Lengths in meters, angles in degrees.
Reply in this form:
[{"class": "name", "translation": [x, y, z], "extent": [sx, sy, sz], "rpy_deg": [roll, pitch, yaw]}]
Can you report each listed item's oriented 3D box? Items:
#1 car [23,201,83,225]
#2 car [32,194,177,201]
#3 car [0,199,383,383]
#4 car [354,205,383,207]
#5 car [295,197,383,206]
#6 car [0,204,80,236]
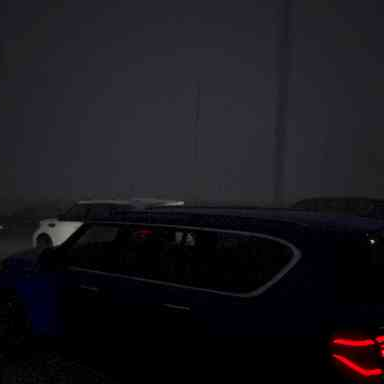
[{"class": "car", "translation": [-10.109, 1.464, 24.096], "extent": [4.674, 1.442, 1.812], "rpy_deg": [0, 0, 35]}, {"class": "car", "translation": [-2.516, 1.200, 10.085], "extent": [5.566, 2.045, 2.150], "rpy_deg": [0, 0, 35]}, {"class": "car", "translation": [-0.372, 1.214, 4.257], "extent": [5.566, 2.045, 2.150], "rpy_deg": [0, 0, 35]}, {"class": "car", "translation": [6.425, 1.355, 8.008], "extent": [4.553, 1.767, 2.097], "rpy_deg": [0, 0, 35]}, {"class": "car", "translation": [5.073, 1.212, 13.257], "extent": [5.566, 2.045, 2.150], "rpy_deg": [0, 0, 35]}, {"class": "car", "translation": [-8.872, 1.497, 18.916], "extent": [5.357, 1.411, 2.033], "rpy_deg": [0, 0, 35]}]
